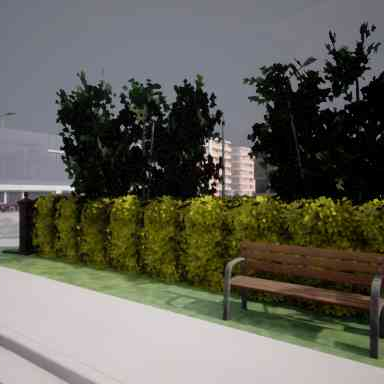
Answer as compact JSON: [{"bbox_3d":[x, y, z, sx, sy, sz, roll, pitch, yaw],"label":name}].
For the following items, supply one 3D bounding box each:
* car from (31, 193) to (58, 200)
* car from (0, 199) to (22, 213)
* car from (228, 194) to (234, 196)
[{"bbox_3d":[-15.244,1.167,36.865,2.150,2.045,5.566,0,0,36],"label":"car"},{"bbox_3d":[-19.070,1.502,37.534,2.033,1.411,5.357,0,0,35],"label":"car"},{"bbox_3d":[7.100,0.999,56.224,1.895,1.301,4.718,0,2,35],"label":"car"}]
